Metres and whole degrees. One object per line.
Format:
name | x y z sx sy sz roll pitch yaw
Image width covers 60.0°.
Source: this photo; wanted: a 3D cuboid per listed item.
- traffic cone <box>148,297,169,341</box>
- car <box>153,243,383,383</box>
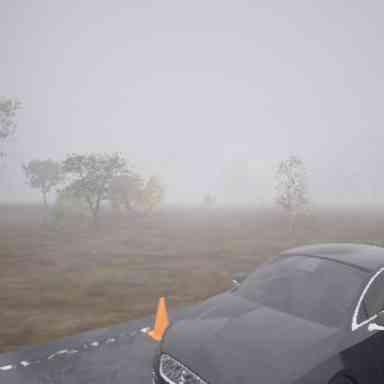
traffic cone | -0.471 1.966 5.267 0.340 0.580 0.340 0 0 -37
car | 1.825 1.512 4.310 4.892 1.490 1.837 0 0 -37
